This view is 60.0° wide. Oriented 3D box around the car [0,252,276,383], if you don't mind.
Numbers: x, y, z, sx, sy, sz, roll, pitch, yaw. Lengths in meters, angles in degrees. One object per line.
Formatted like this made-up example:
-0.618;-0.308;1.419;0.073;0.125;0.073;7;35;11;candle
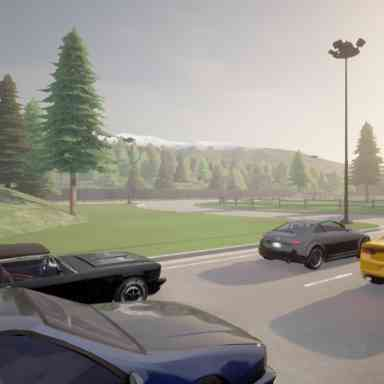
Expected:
-1.763;1.547;2.488;5.357;1.411;2.033;0;0;-36;car

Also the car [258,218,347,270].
4.201;1.564;11.152;4.181;1.385;1.994;0;0;-35;car

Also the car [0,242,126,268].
-2.855;1.601;6.011;4.718;1.301;1.895;0;0;-36;car

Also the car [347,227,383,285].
6.182;1.477;8.264;5.008;1.535;1.882;0;0;-35;car
